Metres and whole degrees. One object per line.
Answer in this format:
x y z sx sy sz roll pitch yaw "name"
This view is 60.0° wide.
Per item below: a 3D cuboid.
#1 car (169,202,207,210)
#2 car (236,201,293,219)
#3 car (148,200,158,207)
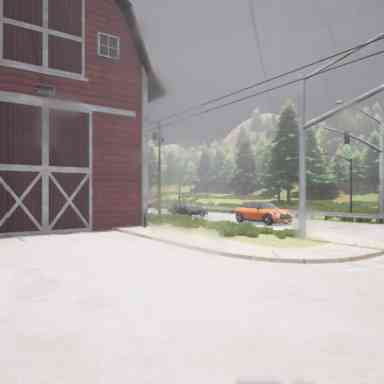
-0.522 1.778 34.384 2.033 1.411 5.357 0 0 -34 "car"
5.473 1.526 25.612 2.097 1.767 4.553 0 0 -34 "car"
-6.558 1.850 49.597 1.812 1.442 4.674 0 0 -34 "car"
